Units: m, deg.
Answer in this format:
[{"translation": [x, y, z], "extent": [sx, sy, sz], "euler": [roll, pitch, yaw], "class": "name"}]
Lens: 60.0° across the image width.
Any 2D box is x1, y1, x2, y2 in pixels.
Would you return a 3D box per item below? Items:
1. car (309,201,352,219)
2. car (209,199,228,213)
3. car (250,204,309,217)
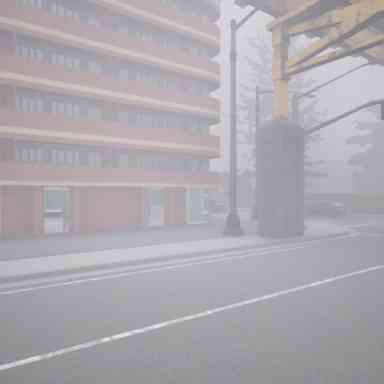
[{"translation": [11.638, 1.524, 29.384], "extent": [1.812, 1.442, 4.674], "euler": [0, 0, -35], "class": "car"}, {"translation": [1.939, 1.525, 36.865], "extent": [1.812, 1.442, 4.674], "euler": [0, 0, -35], "class": "car"}, {"translation": [7.337, 1.477, 29.196], "extent": [1.882, 1.535, 5.008], "euler": [0, 0, -35], "class": "car"}]
